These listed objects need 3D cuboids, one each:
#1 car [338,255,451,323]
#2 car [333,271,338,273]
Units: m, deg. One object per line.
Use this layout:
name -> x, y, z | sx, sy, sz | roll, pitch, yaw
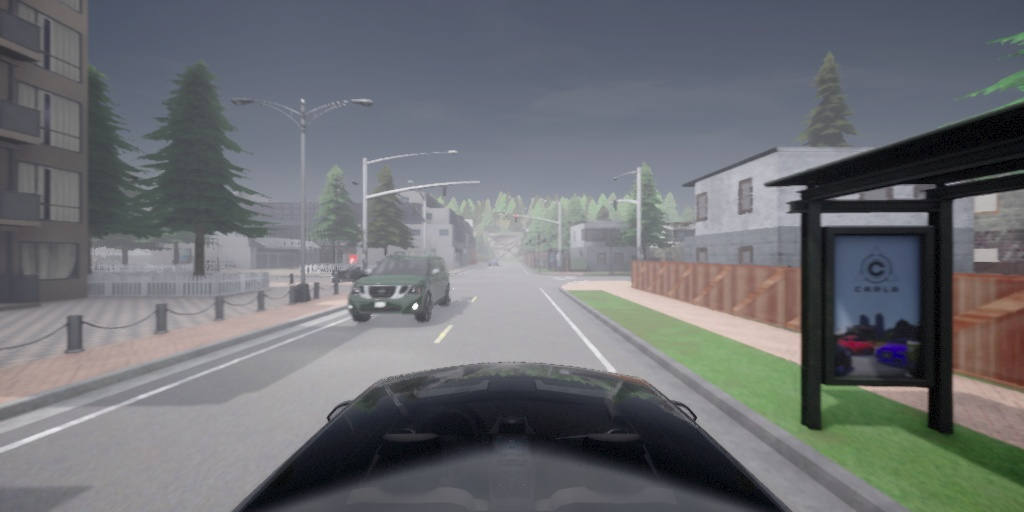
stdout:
car -> -3.560, 0.975, 12.499 | 2.150, 2.045, 5.566 | 0, 0, 0
car -> -11.407, 1.376, 28.371 | 4.718, 1.301, 1.895 | 0, 0, -2
